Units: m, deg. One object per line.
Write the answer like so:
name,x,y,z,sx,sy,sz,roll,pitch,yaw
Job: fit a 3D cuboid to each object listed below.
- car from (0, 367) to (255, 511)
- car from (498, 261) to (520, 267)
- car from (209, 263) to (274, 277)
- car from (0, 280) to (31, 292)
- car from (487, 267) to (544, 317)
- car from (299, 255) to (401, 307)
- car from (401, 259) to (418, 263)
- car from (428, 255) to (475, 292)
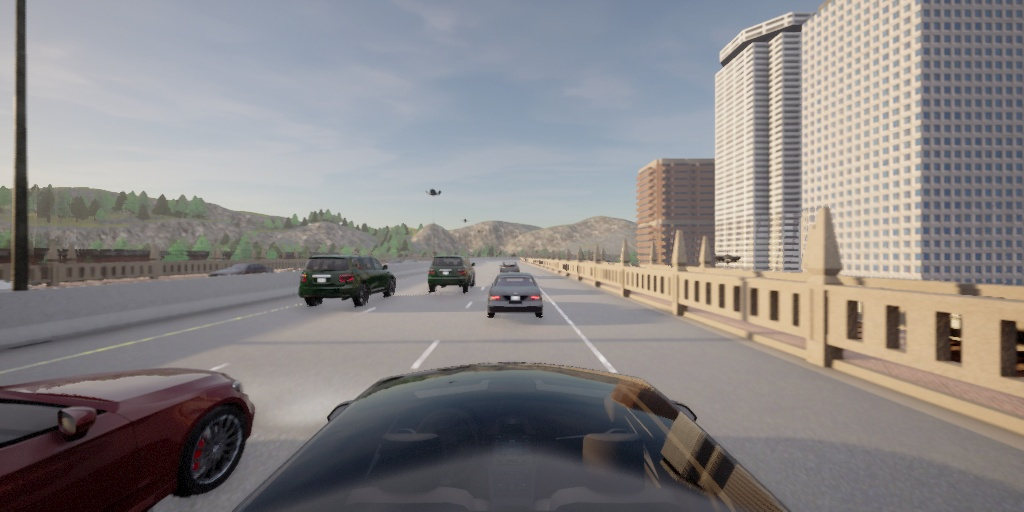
car,-3.414,1.276,1.533,1.812,1.442,4.674,0,0,0
car,-0.266,1.242,34.528,2.128,1.511,4.902,0,0,-2
car,-21.278,1.298,28.579,2.033,1.411,5.357,0,0,-1
car,-17.596,1.276,10.584,1.812,1.442,4.674,0,0,0
car,0.097,1.298,13.143,2.033,1.411,5.357,0,0,0
car,-6.913,0.972,15.685,2.150,2.045,5.566,0,0,0
car,-14.889,1.229,52.326,1.882,1.535,5.008,0,0,-1
car,-3.465,0.972,21.236,2.150,2.045,5.566,0,0,-1
